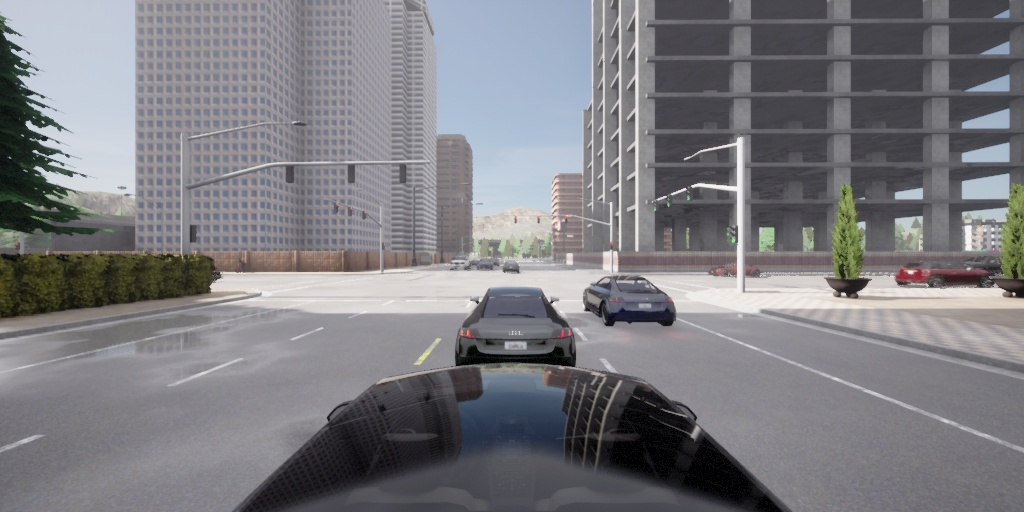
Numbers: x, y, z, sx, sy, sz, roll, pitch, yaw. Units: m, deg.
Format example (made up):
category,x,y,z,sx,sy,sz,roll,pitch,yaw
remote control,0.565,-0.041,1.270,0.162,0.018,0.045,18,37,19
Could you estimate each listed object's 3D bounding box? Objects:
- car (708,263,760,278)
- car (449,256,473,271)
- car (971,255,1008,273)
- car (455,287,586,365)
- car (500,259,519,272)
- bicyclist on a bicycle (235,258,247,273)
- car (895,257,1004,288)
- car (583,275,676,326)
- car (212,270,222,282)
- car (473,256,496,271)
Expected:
category,x,y,z,sx,sy,sz,roll,pitch,yaw
car,20.885,1.313,33.761,4.181,1.385,1.994,0,0,0
car,-7.234,0.971,49.966,2.150,2.045,5.566,0,0,1
car,44.354,0.970,33.586,5.566,2.045,2.150,0,0,1
car,0.058,1.314,7.385,1.994,1.385,4.181,0,0,0
car,-0.097,1.312,44.659,1.994,1.385,4.181,0,0,0
bicyclist on a bicycle,-29.393,1.049,38.866,0.582,1.620,1.656,0,0,0
car,27.718,1.101,23.023,4.553,1.767,2.097,0,0,0
car,3.576,1.314,11.646,1.994,1.385,4.181,0,0,0
car,-24.527,1.253,26.854,4.892,1.490,1.837,0,0,0
car,-3.731,1.103,50.028,2.097,1.767,4.553,0,0,1
